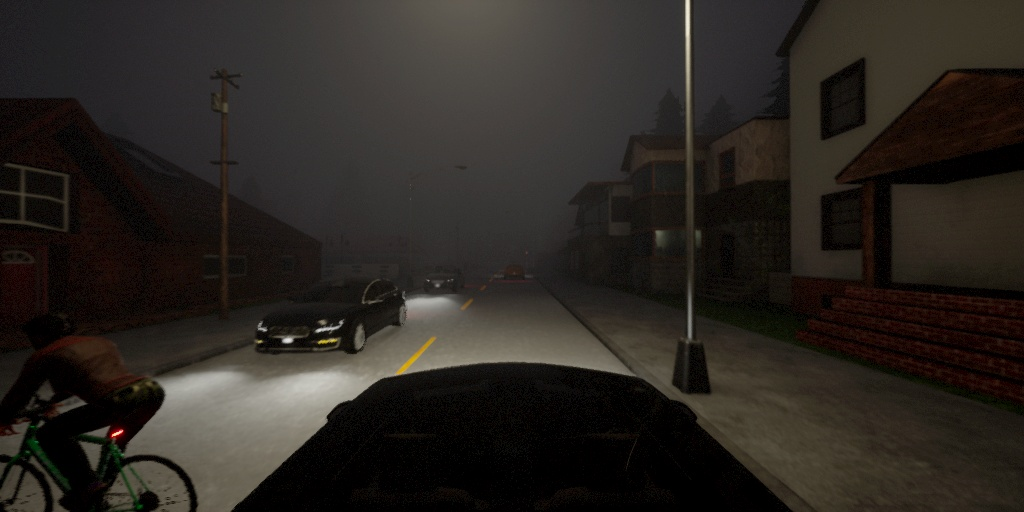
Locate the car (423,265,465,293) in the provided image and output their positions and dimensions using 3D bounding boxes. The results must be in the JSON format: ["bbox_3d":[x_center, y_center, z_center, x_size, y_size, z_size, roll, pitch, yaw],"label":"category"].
[{"bbox_3d":[-4.016,1.344,21.871,2.128,1.511,4.902,0,0,0],"label":"car"}]

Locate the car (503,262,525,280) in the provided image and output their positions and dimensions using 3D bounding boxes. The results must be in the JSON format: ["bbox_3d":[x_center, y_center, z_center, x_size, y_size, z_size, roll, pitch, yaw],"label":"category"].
[{"bbox_3d":[0.198,1.390,33.818,1.882,1.535,5.008,0,-1,0],"label":"car"}]

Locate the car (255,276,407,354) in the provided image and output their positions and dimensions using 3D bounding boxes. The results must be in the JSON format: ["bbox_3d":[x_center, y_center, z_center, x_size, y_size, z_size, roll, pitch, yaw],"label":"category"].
[{"bbox_3d":[-4.078,1.291,8.961,1.837,1.490,4.892,0,0,0],"label":"car"}]

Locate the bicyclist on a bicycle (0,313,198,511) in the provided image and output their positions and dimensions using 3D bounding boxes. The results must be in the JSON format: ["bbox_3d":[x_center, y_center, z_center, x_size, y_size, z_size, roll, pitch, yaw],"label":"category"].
[{"bbox_3d":[-2.924,1.206,2.394,1.656,1.620,0.582,0,0,0],"label":"bicyclist on a bicycle"}]
